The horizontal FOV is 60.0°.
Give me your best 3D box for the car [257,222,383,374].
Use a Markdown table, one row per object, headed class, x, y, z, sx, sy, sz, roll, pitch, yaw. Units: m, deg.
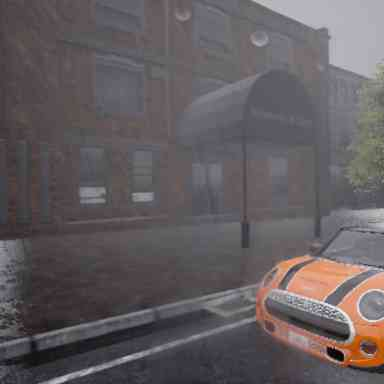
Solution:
| class | x | y | z | sx | sy | sz | roll | pitch | yaw |
| --- | --- | --- | --- | --- | --- | --- | --- | --- | --- |
| car | 3.231 | 1.351 | 5.684 | 4.553 | 1.767 | 2.097 | 0 | 0 | -36 |
